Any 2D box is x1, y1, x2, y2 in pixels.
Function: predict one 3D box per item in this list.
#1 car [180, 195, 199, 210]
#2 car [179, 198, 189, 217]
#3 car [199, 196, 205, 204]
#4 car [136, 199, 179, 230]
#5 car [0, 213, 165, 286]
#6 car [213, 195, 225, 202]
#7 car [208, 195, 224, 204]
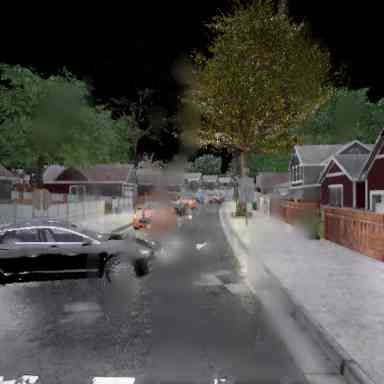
[{"bbox_3d":[-0.748,1.232,41.166,2.097,1.767,4.553,0,0,6],"label":"car"},{"bbox_3d":[-1.641,1.539,30.996,1.895,1.301,4.718,0,0,4],"label":"car"},{"bbox_3d":[1.076,1.356,56.396,2.033,1.411,5.357,0,0,8],"label":"car"},{"bbox_3d":[-2.264,1.342,20.922,2.097,1.767,4.553,0,0,3],"label":"car"},{"bbox_3d":[-3.372,1.451,8.160,4.902,1.511,2.128,0,1,-19],"label":"car"},{"bbox_3d":[5.335,1.294,65.566,1.895,1.301,4.718,0,1,9],"label":"car"},{"bbox_3d":[3.918,1.303,55.789,1.812,1.442,4.674,0,0,8],"label":"car"}]
